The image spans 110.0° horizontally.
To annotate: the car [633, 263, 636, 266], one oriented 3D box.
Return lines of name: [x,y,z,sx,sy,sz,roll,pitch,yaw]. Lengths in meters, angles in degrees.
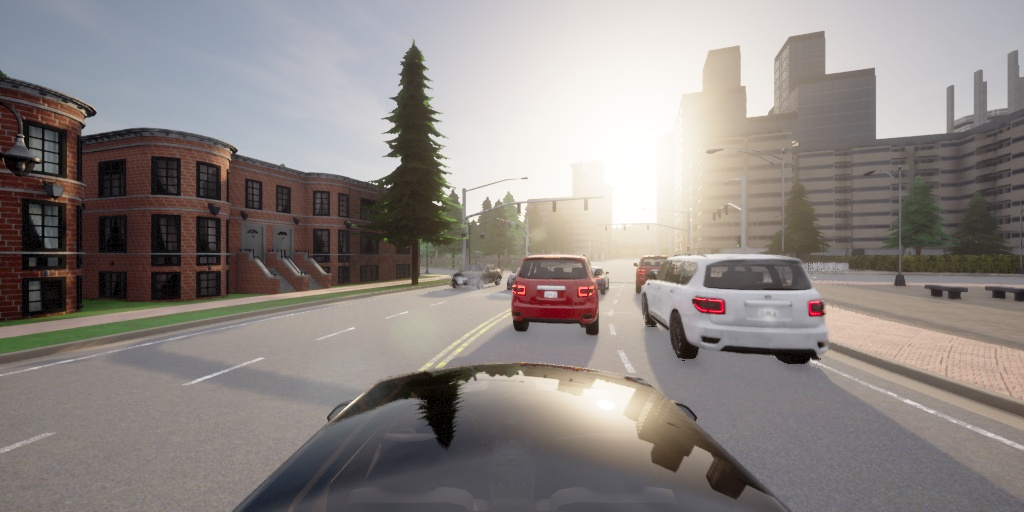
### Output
car: [8.168,0.971,20.335,2.150,2.045,5.566,0,0,19]

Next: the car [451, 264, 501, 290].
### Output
car: [-2.147,1.254,23.081,2.128,1.511,4.902,0,0,19]

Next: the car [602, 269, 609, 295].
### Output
car: [4.361,1.276,20.000,1.812,1.442,4.674,0,0,19]

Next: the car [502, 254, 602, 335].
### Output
car: [1.493,0.971,10.806,2.150,2.045,5.566,0,0,13]

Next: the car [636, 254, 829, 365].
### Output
car: [4.524,0.974,8.292,2.150,2.045,5.566,0,0,10]
